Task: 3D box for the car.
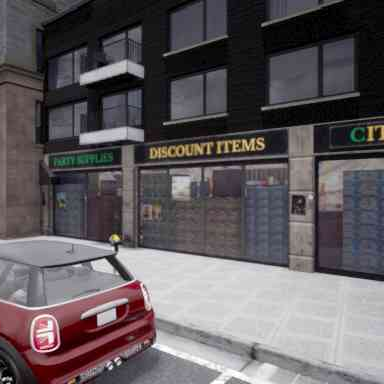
[{"bbox_3d":[-2.542,1.440,4.894,4.097,1.590,1.967,0,0,36],"label":"car"}]
